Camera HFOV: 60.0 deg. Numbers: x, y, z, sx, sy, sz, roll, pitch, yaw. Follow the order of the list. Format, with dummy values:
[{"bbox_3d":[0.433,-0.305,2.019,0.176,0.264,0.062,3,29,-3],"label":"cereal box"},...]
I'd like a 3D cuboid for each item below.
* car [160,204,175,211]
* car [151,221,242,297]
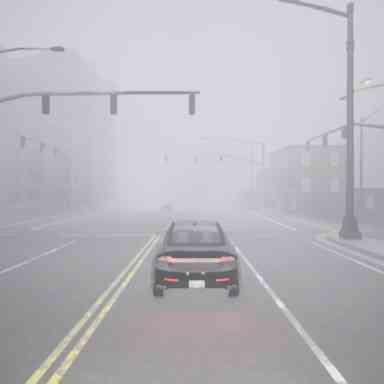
[{"bbox_3d":[-3.600,2.524,50.236,1.994,1.385,4.181,0,-9,0],"label":"car"},{"bbox_3d":[0.073,1.476,8.524,2.128,1.511,4.902,0,0,0],"label":"car"}]
